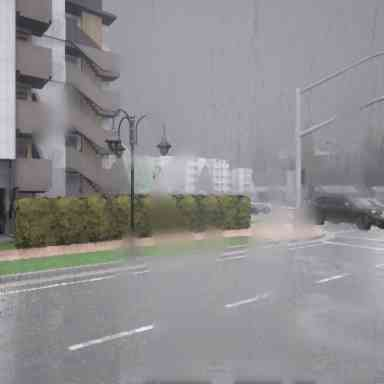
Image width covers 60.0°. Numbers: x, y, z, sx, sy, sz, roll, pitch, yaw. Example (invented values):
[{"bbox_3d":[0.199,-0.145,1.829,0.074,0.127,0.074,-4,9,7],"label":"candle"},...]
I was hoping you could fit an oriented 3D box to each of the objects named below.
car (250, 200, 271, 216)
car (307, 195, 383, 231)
[{"bbox_3d":[5.676,1.526,33.053,1.812,1.442,4.674,0,0,-37],"label":"car"},{"bbox_3d":[9.822,1.224,20.960,2.150,2.045,5.566,1,-1,-27],"label":"car"}]
